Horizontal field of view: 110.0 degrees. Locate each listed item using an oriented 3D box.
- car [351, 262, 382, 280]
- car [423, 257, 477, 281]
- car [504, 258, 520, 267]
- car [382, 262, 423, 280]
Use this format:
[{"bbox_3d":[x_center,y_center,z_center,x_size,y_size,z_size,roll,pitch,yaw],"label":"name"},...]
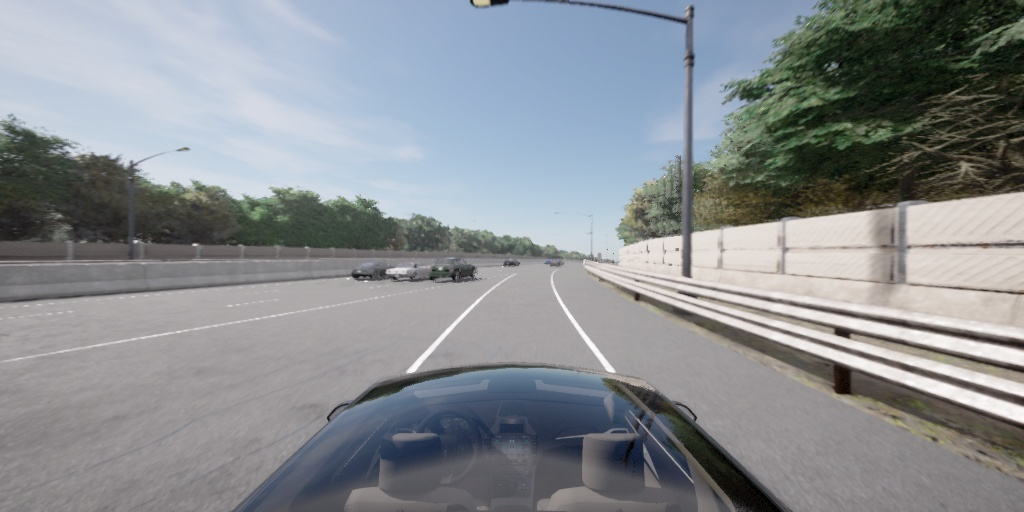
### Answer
[{"bbox_3d":[-10.968,1.131,29.085,1.994,1.385,4.181,0,0,18],"label":"car"},{"bbox_3d":[-4.325,0.886,26.912,2.097,1.767,4.553,0,1,18],"label":"car"},{"bbox_3d":[0.061,1.154,63.545,1.882,1.535,5.008,0,0,18],"label":"car"},{"bbox_3d":[-7.631,1.155,28.047,1.895,1.301,4.718,-1,0,18],"label":"car"}]
